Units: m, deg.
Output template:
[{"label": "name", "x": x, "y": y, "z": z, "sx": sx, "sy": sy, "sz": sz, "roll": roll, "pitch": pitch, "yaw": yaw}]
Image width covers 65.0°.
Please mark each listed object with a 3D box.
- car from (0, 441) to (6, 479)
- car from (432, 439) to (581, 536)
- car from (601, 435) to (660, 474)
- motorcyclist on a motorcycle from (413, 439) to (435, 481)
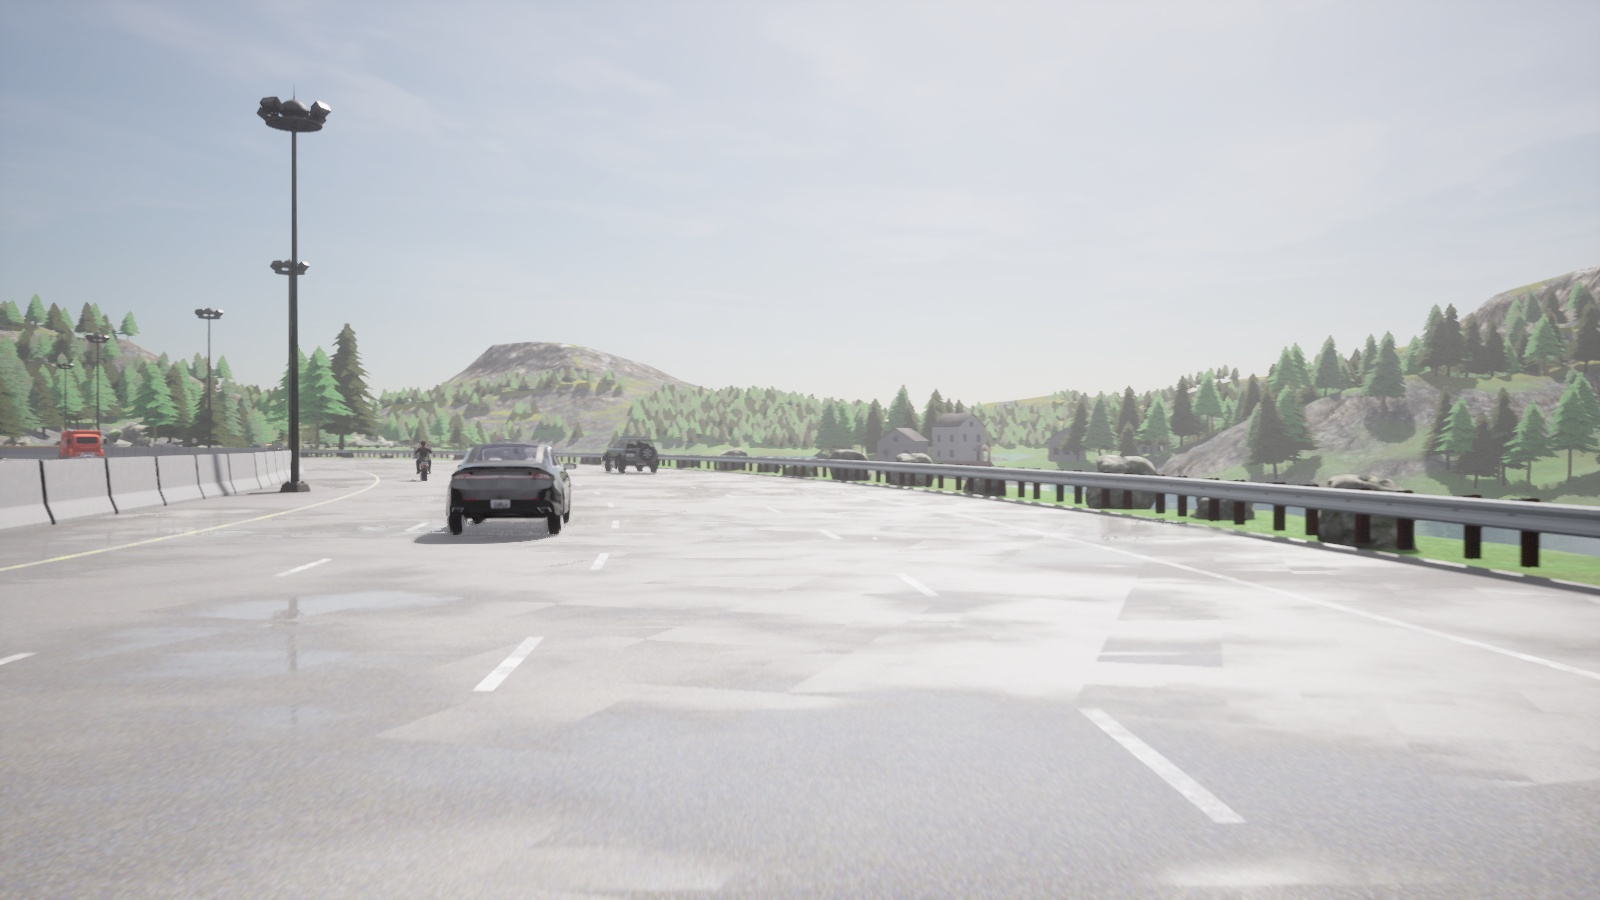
[{"label": "car", "x": -33.986, "y": 0.420, "z": 51.421, "sx": 1.789, "sy": 1.549, "sz": 3.705, "roll": 0, "pitch": 0, "yaw": -21}, {"label": "car", "x": -5.054, "y": 0.575, "z": 22.281, "sx": 2.128, "sy": 1.511, "sz": 4.902, "roll": 0, "pitch": 0, "yaw": -8}, {"label": "car", "x": -8.604, "y": 0.202, "z": 63.456, "sx": 1.932, "sy": 1.855, "sz": 4.605, "roll": 0, "pitch": 0, "yaw": -22}, {"label": "motorcyclist on a motorcycle", "x": -15.423, "y": 0.400, "z": 51.497, "sx": 0.766, "sy": 1.649, "sz": 2.350, "roll": -1, "pitch": 0, "yaw": -18}]
